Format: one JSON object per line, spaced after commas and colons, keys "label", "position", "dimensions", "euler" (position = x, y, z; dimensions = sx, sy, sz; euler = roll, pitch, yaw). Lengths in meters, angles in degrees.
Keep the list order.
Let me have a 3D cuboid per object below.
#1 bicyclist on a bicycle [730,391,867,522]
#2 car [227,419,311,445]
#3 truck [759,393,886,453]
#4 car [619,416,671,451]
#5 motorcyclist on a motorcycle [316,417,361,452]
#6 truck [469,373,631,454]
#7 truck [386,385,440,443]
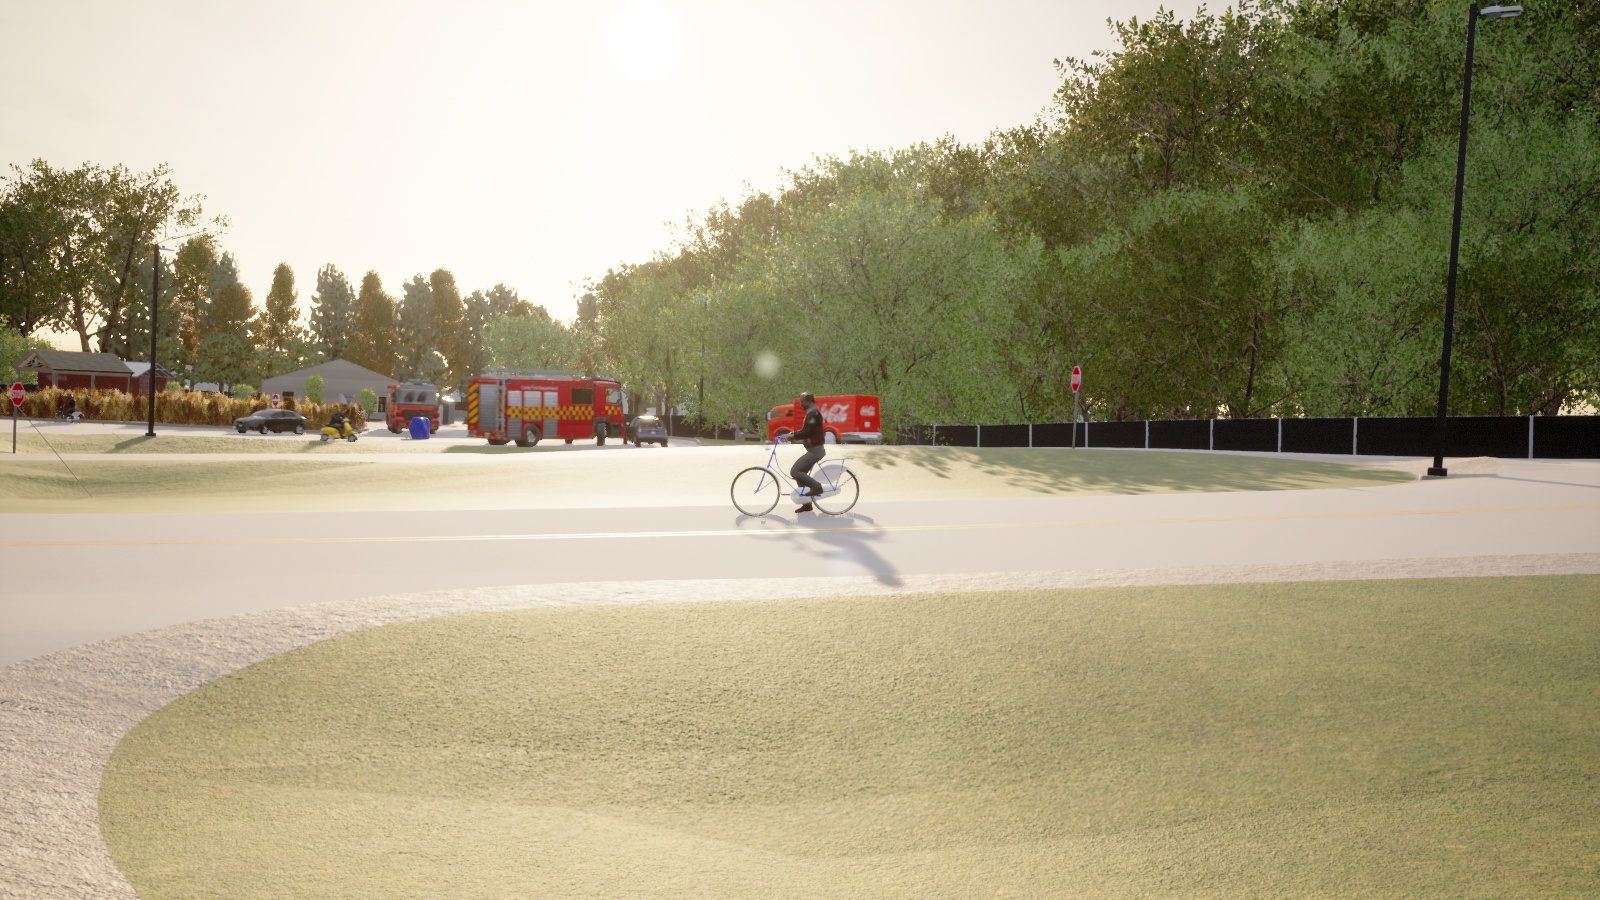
{"label": "bicyclist on a bicycle", "position": [-0.028, 0.070, 17.746], "dimensions": [1.843, 1.776, 0.659], "euler": [-2, 3, -5]}
{"label": "car", "position": [-31.540, -1.094, 74.761], "dimensions": [1.837, 1.490, 4.892], "euler": [1, 1, 19]}
{"label": "truck", "position": [1.017, -1.208, 58.046], "dimensions": [5.204, 2.467, 2.627], "euler": [-3, -1, 34]}
{"label": "car", "position": [-8.401, -0.924, 67.771], "dimensions": [1.851, 1.617, 3.988], "euler": [0, 4, -21]}
{"label": "motorcyclist on a motorcycle", "position": [-21.945, -0.749, 59.707], "dimensions": [1.817, 1.590, 0.866], "euler": [1, 2, 0]}
{"label": "truck", "position": [-12.632, -1.915, 64.266], "dimensions": [2.891, 3.827, 8.468], "euler": [3, 3, 35]}
{"label": "truck", "position": [-27.631, -2.640, 89.424], "dimensions": [2.891, 3.827, 8.468], "euler": [0, 3, -23]}
